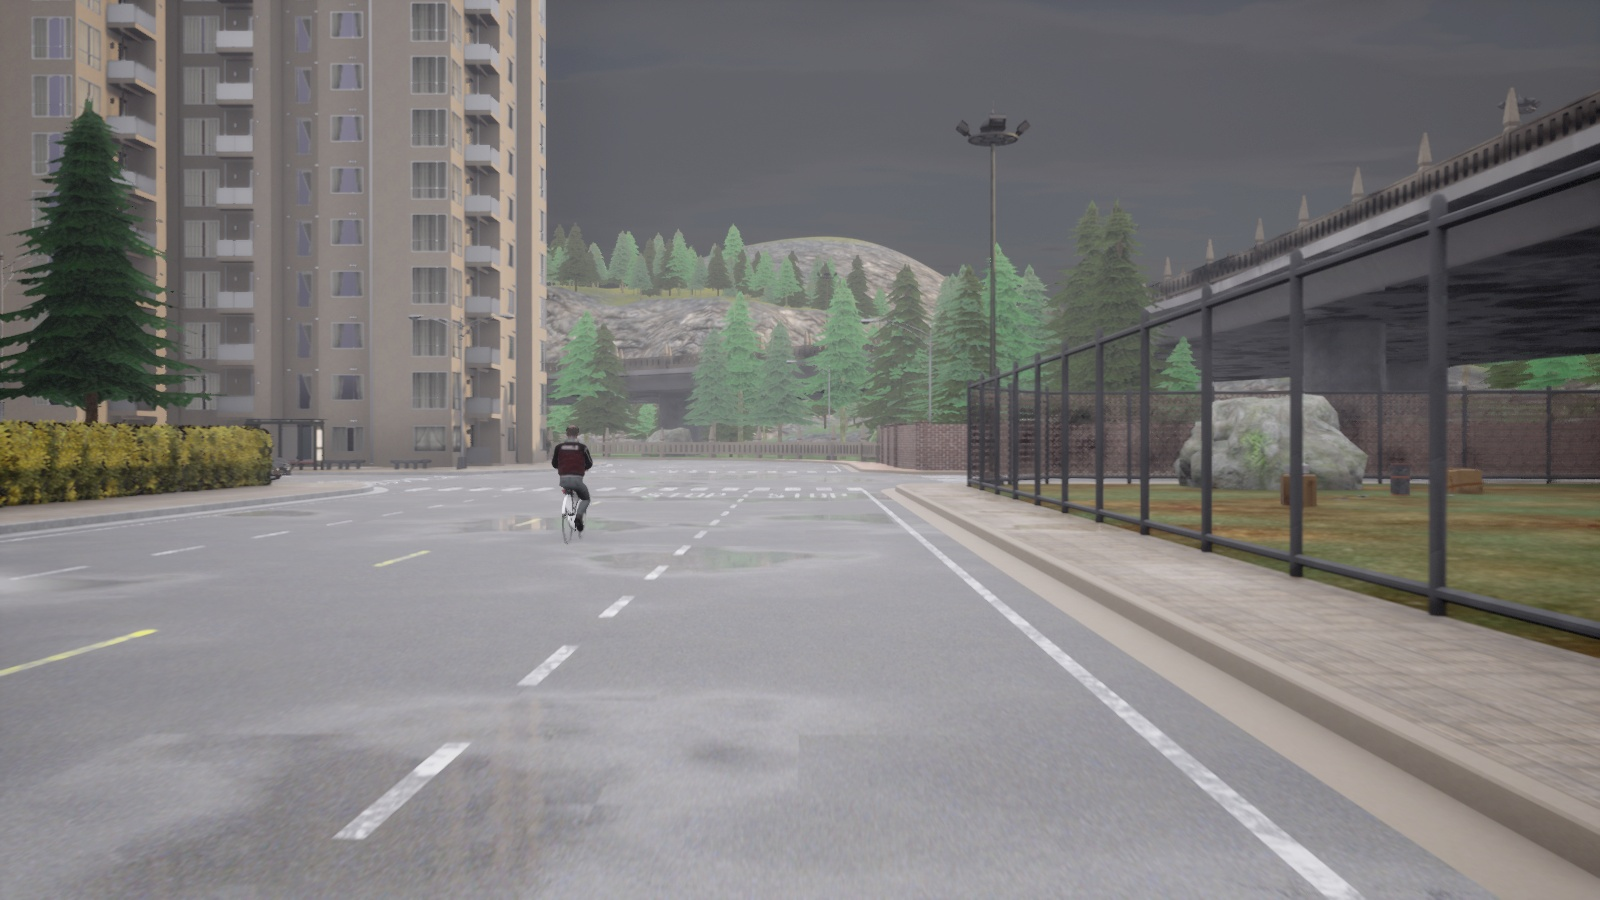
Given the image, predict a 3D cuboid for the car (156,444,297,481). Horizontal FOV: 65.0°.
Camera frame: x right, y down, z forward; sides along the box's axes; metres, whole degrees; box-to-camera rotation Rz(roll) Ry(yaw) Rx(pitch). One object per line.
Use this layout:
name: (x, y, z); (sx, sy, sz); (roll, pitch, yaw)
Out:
car: (-23.260, 0.501, 51.023); (4.892, 1.490, 1.837); (0, 0, 1)

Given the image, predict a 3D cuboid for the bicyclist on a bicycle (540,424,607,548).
bicyclist on a bicycle: (-3.378, 0.508, 18.858); (0.659, 1.776, 1.843); (0, 1, 0)
